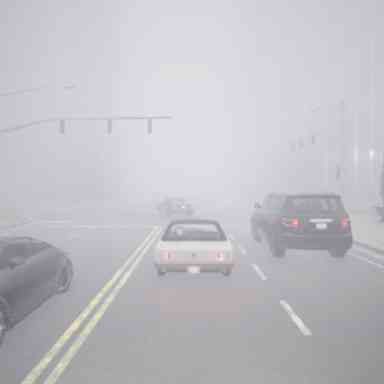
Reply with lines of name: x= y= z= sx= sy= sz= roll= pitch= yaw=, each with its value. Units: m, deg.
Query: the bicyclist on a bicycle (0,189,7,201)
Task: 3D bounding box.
bicyclist on a bicycle: x=-26.412 y=0.418 z=46.653 sx=0.582 sy=1.620 sz=1.656 roll=0 pitch=1 yaw=-1

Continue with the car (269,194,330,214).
car: x=9.167 y=0.955 z=28.294 sx=4.902 sy=1.511 sz=2.128 roll=-1 pitch=1 yaw=-28

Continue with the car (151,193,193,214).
car: x=-1.399 y=1.064 z=25.479 sx=2.033 sy=1.411 sz=5.357 roll=0 pitch=1 yaw=-18

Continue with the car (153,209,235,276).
car: x=0.061 y=1.416 z=9.664 sx=1.895 sy=1.301 sz=4.718 roll=0 pitch=1 yaw=0

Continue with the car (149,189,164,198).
car: x=-7.013 y=0.352 z=64.021 sx=1.994 sy=1.385 sz=4.181 roll=0 pitch=1 yaw=1

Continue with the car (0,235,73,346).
car: x=-3.586 y=1.456 z=5.584 sx=1.994 sy=1.385 sz=4.181 roll=0 pitch=1 yaw=0

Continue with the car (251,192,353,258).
car: x=3.575 y=0.994 z=11.836 sx=2.150 sy=2.045 sz=5.566 roll=0 pitch=1 yaw=0

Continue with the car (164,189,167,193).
car: x=-6.989 y=0.021 z=78.921 sx=2.128 sy=1.511 sz=4.902 roll=0 pitch=1 yaw=0
